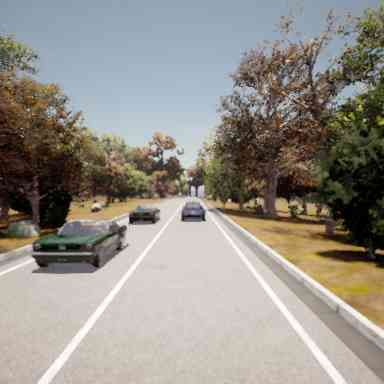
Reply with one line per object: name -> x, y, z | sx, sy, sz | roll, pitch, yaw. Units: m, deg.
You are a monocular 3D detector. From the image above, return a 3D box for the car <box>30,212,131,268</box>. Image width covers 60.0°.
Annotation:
car -> -3.582, 1.597, 11.406 | 1.895, 1.301, 4.718 | 0, 0, 0

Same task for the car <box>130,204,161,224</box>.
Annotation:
car -> -3.480, 1.594, 25.135 | 1.895, 1.301, 4.718 | 0, 0, 0

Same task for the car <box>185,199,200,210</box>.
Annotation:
car -> 0.125, 1.574, 44.476 | 1.895, 1.301, 4.718 | 0, 0, 0

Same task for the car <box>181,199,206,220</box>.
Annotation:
car -> 0.106, 1.559, 27.807 | 1.994, 1.385, 4.181 | 0, 0, 0
